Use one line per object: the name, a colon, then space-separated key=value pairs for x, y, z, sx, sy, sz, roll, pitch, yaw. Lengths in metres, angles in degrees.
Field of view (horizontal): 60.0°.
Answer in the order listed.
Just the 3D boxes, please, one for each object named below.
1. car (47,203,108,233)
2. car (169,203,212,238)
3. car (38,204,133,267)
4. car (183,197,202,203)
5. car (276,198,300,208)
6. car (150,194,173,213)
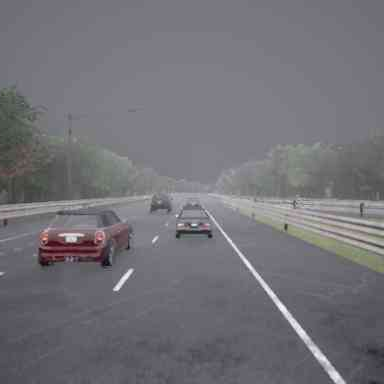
car: x=-6.905 y=1.504 z=20.729 sx=2.128 sy=1.511 sz=4.902 roll=0 pitch=0 yaw=0
car: x=0.095 y=1.559 z=17.838 sx=2.033 sy=1.411 sz=5.357 roll=0 pitch=0 yaw=0
car: x=-3.403 y=1.358 z=11.534 sx=2.097 sy=1.767 sz=4.553 roll=0 pitch=0 yaw=0
car: x=0.092 y=1.388 z=37.895 sx=2.097 sy=1.767 sz=4.553 roll=0 pitch=0 yaw=0
car: x=14.538 y=1.678 z=50.791 sx=1.837 sy=1.490 sz=4.892 roll=0 pitch=0 yaw=-15
car: x=-3.410 y=1.258 z=37.766 sx=2.150 sy=2.045 sz=5.566 roll=0 pitch=0 yaw=0
